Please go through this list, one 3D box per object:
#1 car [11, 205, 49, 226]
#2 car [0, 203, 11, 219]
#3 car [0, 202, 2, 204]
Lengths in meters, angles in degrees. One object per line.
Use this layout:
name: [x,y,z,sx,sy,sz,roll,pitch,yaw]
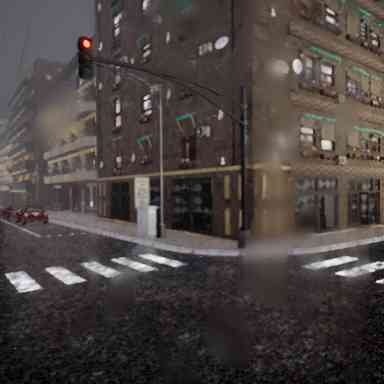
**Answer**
car: [-13.206,1.803,27.334,1.967,1.590,4.097,-2,0,-36]
car: [-18.463,2.076,34.517,1.802,1.307,4.206,-2,0,-36]
car: [-25.057,2.100,43.496,1.967,1.590,4.097,-2,0,-36]
